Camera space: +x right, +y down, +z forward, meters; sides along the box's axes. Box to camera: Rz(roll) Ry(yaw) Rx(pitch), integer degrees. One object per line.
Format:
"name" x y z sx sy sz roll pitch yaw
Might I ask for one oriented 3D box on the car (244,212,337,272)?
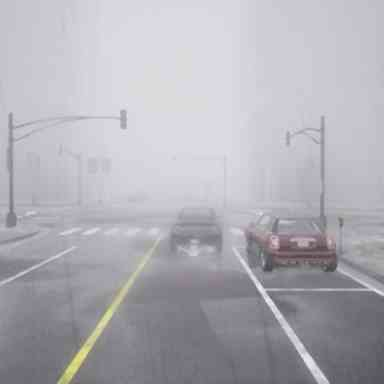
"car" 2.809 1.316 10.312 1.967 1.590 4.097 0 1 0

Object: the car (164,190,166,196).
"car" -8.938 0.352 89.688 2.192 1.841 5.009 0 1 0

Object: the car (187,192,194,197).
"car" -0.404 0.610 84.438 1.752 1.417 4.829 0 1 0

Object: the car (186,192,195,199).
"car" -0.388 0.731 73.418 1.887 1.381 4.507 0 1 0

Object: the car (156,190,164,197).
"car" -8.929 0.668 84.264 1.802 1.307 4.206 0 1 0

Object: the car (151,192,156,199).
"car" -8.904 0.764 67.816 1.752 1.417 4.829 0 1 0

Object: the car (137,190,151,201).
"car" -8.889 0.656 57.133 2.192 1.841 5.009 0 1 0

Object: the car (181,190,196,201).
"car" -0.356 0.833 51.718 1.967 1.590 4.097 0 1 0

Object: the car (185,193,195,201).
"car" -0.371 0.871 62.569 1.802 1.307 4.206 0 1 0

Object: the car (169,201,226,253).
"car" 0.265 1.336 12.966 2.128 1.511 4.902 0 1 4

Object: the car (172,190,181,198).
"car" -3.155 0.734 78.340 1.895 1.301 4.718 0 1 0

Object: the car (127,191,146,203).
"car" -8.880 0.959 51.709 1.947 1.339 4.313 0 1 0

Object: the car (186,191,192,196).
"car" -0.820 0.464 95.391 1.882 1.535 5.008 0 1 0
